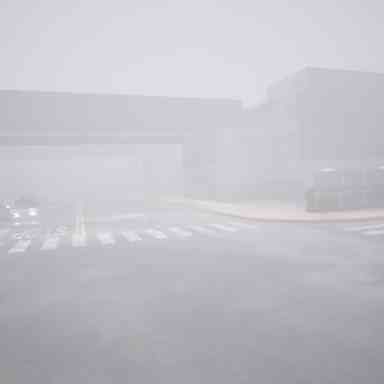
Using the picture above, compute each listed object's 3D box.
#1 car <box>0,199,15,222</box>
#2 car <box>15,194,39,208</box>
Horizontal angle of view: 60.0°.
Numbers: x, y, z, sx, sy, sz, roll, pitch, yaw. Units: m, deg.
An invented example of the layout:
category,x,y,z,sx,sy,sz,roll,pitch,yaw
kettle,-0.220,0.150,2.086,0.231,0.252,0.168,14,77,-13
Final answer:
category,x,y,z,sx,sy,sz,roll,pitch,yaw
car,-12.336,1.209,20.028,1.837,1.490,4.892,-3,2,-19
car,-17.588,0.916,35.492,1.895,1.301,4.718,-3,2,-19
